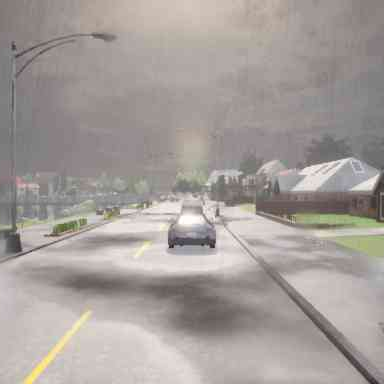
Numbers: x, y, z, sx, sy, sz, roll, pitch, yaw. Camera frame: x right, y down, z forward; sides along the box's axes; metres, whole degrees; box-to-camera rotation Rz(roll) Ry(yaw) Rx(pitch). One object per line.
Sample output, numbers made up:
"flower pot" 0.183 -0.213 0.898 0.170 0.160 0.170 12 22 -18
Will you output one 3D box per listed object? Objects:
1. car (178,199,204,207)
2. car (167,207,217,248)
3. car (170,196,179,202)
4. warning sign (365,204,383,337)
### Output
"car" 0.000 1.485 29.650 1.882 1.535 5.008 0 0 0
"car" 0.000 1.573 14.650 1.994 1.385 4.181 0 0 0
"car" -4.000 1.532 75.986 2.033 1.411 5.357 0 0 0
"warning sign" 3.350 1.114 4.651 1.300 1.860 1.060 0 0 0
